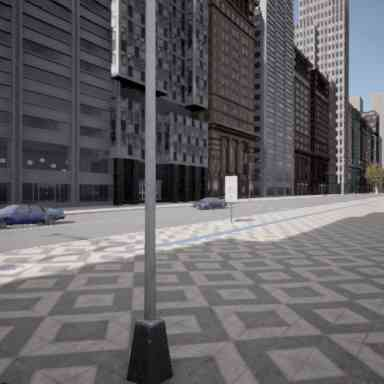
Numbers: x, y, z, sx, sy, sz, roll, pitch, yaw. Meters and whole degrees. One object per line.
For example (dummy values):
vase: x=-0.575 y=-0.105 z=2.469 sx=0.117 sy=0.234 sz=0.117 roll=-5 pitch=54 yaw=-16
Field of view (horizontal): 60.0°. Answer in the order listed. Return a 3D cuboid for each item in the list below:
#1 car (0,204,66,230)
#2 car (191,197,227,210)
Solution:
car: x=-10.738 y=1.459 z=20.978 sx=2.033 sy=1.411 sz=5.357 roll=0 pitch=1 yaw=36
car: x=2.128 y=1.320 z=38.775 sx=2.033 sy=1.411 sz=5.357 roll=0 pitch=1 yaw=36
